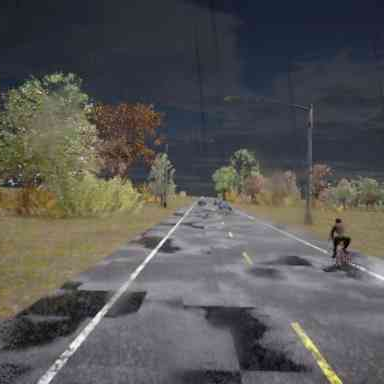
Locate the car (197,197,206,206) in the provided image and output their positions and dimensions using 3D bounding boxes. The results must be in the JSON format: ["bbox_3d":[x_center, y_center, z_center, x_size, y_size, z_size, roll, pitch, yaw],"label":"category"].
[{"bbox_3d":[2.123,2.216,70.970,1.895,1.301,4.718,1,0,2],"label":"car"}]

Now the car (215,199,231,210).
[{"bbox_3d":[5.164,2.102,53.035,2.033,1.411,5.357,1,0,2],"label":"car"}]

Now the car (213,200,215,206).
[{"bbox_3d":[5.677,2.263,72.597,2.033,1.411,5.357,1,0,2],"label":"car"}]

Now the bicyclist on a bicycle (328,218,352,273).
[{"bbox_3d":[4.697,1.656,10.576,0.582,1.620,1.656,1,-1,2],"label":"bicyclist on a bicycle"}]
